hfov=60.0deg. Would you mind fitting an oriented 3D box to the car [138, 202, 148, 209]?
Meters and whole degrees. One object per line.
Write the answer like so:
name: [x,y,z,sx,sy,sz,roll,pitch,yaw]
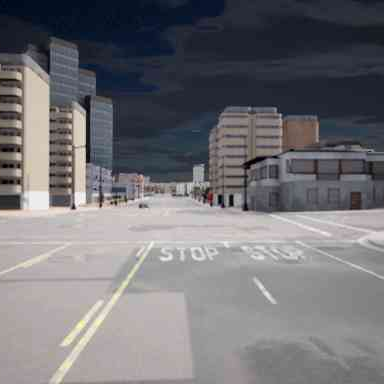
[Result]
car: [-10.330,2.856,70.771,1.812,1.442,4.674,0,-2,-3]
